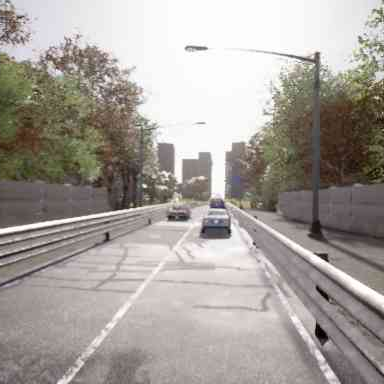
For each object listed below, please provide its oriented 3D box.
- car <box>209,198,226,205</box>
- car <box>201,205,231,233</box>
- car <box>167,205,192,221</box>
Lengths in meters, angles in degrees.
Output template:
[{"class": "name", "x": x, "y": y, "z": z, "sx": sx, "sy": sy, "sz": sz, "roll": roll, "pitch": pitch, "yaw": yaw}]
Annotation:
[{"class": "car", "x": 3.667, "y": 1.878, "z": 48.116, "sx": 2.150, "sy": 2.045, "sz": 5.566, "roll": 1, "pitch": -1, "yaw": 4}, {"class": "car", "x": 1.595, "y": 1.806, "z": 21.769, "sx": 2.033, "sy": 1.411, "sz": 5.357, "roll": 1, "pitch": -1, "yaw": 5}, {"class": "car", "x": -1.126, "y": 1.922, "z": 31.111, "sx": 1.895, "sy": 1.301, "sz": 4.718, "roll": 1, "pitch": -1, "yaw": 5}]
